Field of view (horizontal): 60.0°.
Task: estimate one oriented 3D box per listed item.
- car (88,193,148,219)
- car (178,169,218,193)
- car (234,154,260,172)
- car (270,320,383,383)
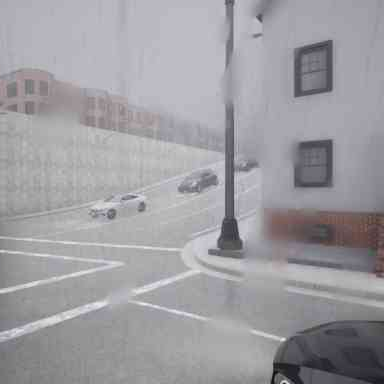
[{"bbox_3d":[-5.057,0.864,23.298,1.812,1.442,4.674,0,7,35],"label":"car"},{"bbox_3d":[0.565,-1.125,31.326,2.097,1.767,4.553,0,13,34],"label":"car"},{"bbox_3d":[6.242,-3.501,39.338,2.097,1.767,4.553,0,14,35],"label":"car"},{"bbox_3d":[2.789,1.526,1.981,4.674,1.442,1.812,0,0,36],"label":"car"}]
